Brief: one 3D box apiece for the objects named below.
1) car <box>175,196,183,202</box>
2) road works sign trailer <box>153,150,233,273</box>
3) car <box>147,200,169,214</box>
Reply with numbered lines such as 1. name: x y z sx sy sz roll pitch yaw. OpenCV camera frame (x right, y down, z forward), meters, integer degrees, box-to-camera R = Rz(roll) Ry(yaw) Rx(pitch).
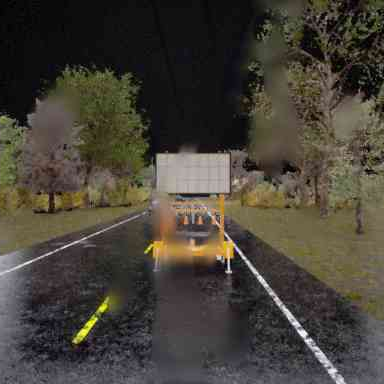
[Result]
1. car: -3.247 1.731 84.134 2.033 1.411 5.357 0 0 0
2. road works sign trailer: 0.036 0.469 10.689 2.380 3.560 2.880 0 0 0
3. car: -3.495 1.564 35.378 1.812 1.442 4.674 0 0 0
